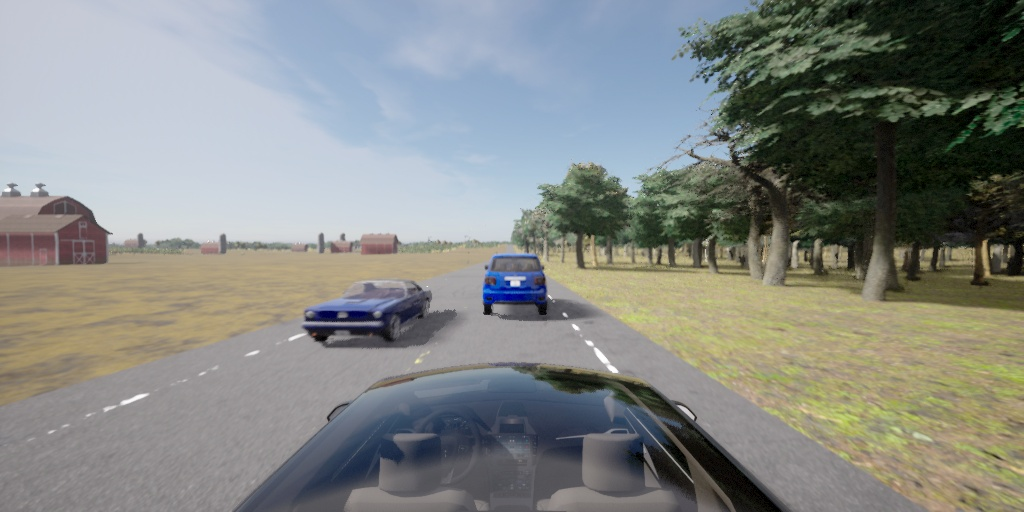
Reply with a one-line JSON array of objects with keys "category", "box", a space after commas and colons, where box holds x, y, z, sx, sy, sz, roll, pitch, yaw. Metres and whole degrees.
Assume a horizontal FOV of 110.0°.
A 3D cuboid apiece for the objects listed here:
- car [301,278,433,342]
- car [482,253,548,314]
[{"category": "car", "box": [-3.590, 1.318, 9.812, 1.895, 1.301, 4.718, 0, 0, 0]}, {"category": "car", "box": [0.103, 0.920, 13.691, 2.150, 2.045, 5.566, 0, 0, 0]}]
